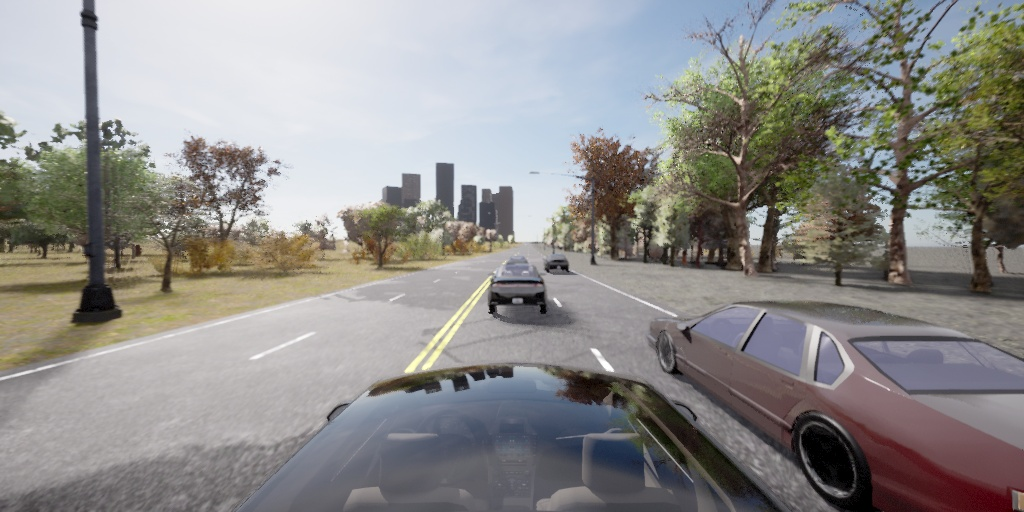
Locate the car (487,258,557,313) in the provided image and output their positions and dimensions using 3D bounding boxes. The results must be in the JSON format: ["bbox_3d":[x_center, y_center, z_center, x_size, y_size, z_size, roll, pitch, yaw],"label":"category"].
[{"bbox_3d":[0.183,1.012,12.680,2.128,1.511,4.902,0,1,1],"label":"car"}]

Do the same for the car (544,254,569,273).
[{"bbox_3d":[3.696,0.578,30.412,1.837,1.490,4.892,0,2,1],"label":"car"}]

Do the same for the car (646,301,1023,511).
[{"bbox_3d":[3.386,1.247,4.175,2.033,1.411,5.357,0,1,0],"label":"car"}]

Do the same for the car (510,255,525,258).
[{"bbox_3d":[0.464,0.631,31.119,1.994,1.385,4.181,0,1,1],"label":"car"}]
